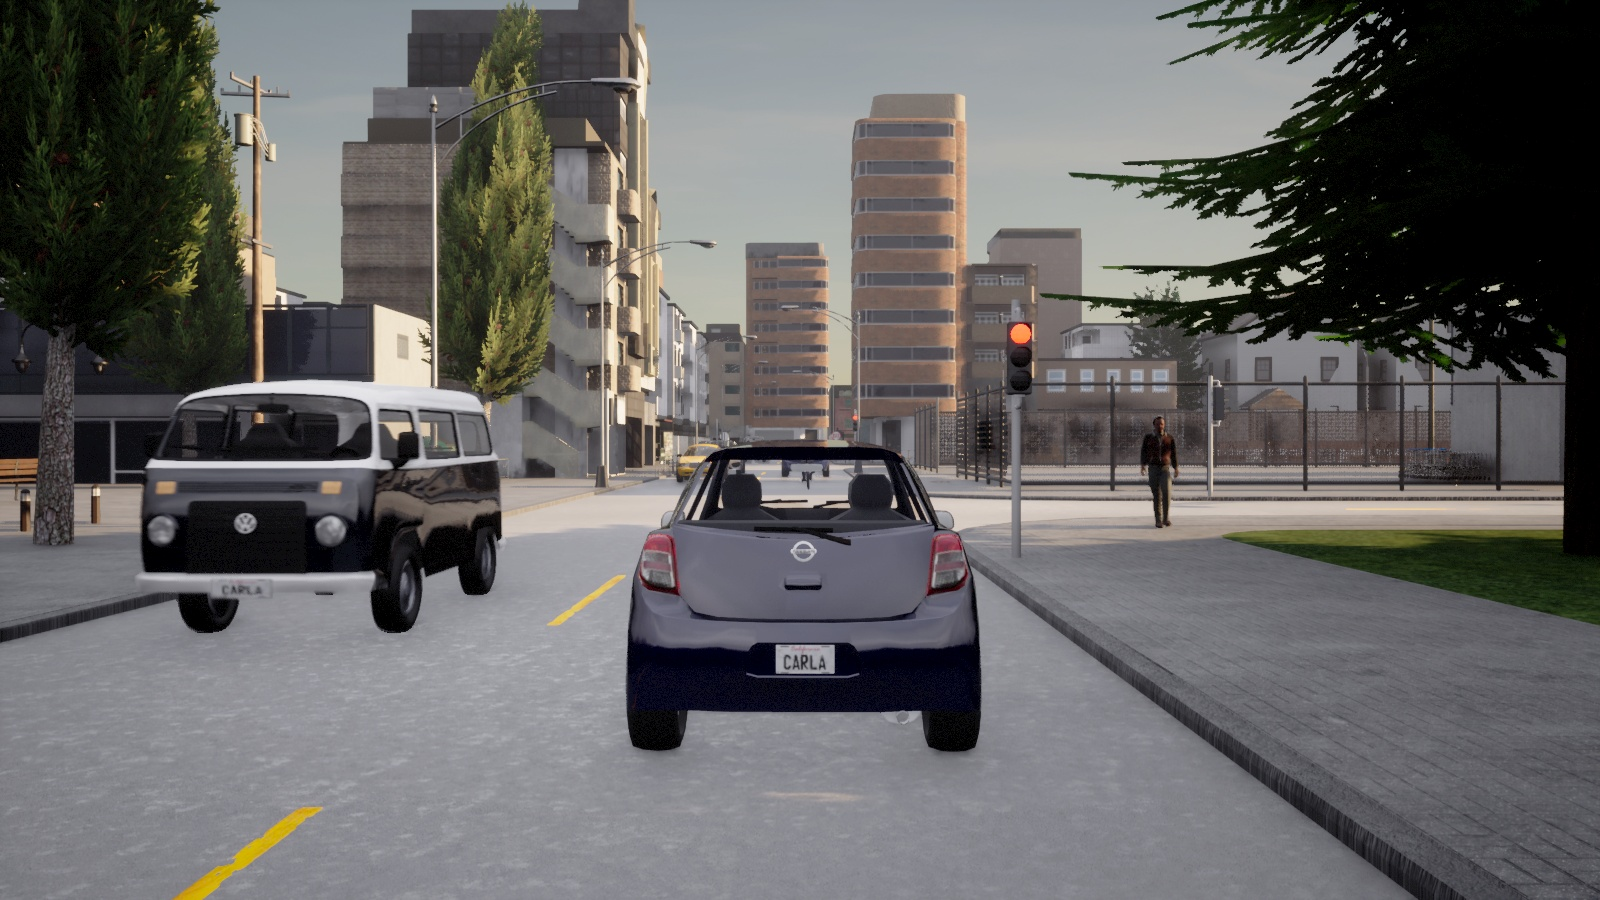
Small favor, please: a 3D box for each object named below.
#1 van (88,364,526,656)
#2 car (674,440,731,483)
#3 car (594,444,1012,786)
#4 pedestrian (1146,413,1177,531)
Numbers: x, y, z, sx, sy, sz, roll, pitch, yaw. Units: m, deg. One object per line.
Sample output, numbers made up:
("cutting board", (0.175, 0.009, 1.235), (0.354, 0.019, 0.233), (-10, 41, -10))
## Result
("van", (-3.935, 0.405, 11.018), (2.069, 2.038, 4.480), (0, 0, 0))
("car", (-3.769, 0.404, 49.318), (1.801, 1.575, 5.366), (0, 0, 0))
("car", (0.036, 0.719, 7.361), (1.845, 1.501, 3.633), (0, 0, 1))
("pedestrian", (5.824, 0.347, 20.225), (0.376, 1.854, 0.720), (0, 0, 8))
